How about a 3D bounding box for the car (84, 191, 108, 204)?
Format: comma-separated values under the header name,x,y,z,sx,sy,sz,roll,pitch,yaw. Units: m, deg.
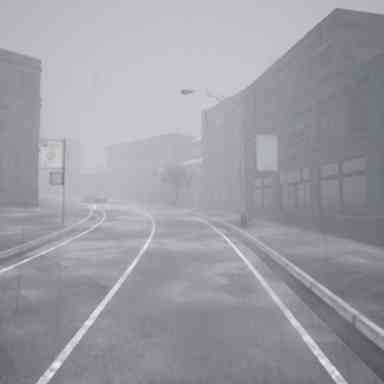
name,x,y,z,sx,sy,sz,roll,pitch,yaw
car,-12.219,0.700,42.282,1.837,1.490,4.892,2,1,-34
